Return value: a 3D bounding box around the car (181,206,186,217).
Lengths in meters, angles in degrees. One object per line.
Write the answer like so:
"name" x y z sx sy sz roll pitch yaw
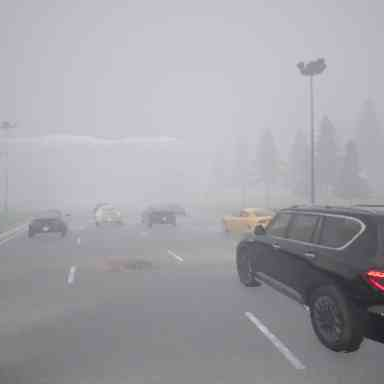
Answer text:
"car" -2.070 1.860 35.139 1.994 1.385 4.181 0 -1 -17

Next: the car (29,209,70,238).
"car" -8.173 1.720 19.252 1.812 1.442 4.674 0 0 -17

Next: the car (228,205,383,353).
"car" 2.667 1.262 6.503 2.150 2.045 5.566 0 -1 -12

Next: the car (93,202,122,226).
"car" -6.469 1.765 25.626 1.812 1.442 4.674 0 -1 -17

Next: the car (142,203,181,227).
"car" -2.570 1.692 24.853 1.882 1.535 5.008 0 -1 -17

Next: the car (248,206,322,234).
"car" 5.792 1.698 21.601 2.033 1.411 5.357 0 0 -17

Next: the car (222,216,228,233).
"car" 3.228 1.610 17.972 1.882 1.535 5.008 0 -1 -17
